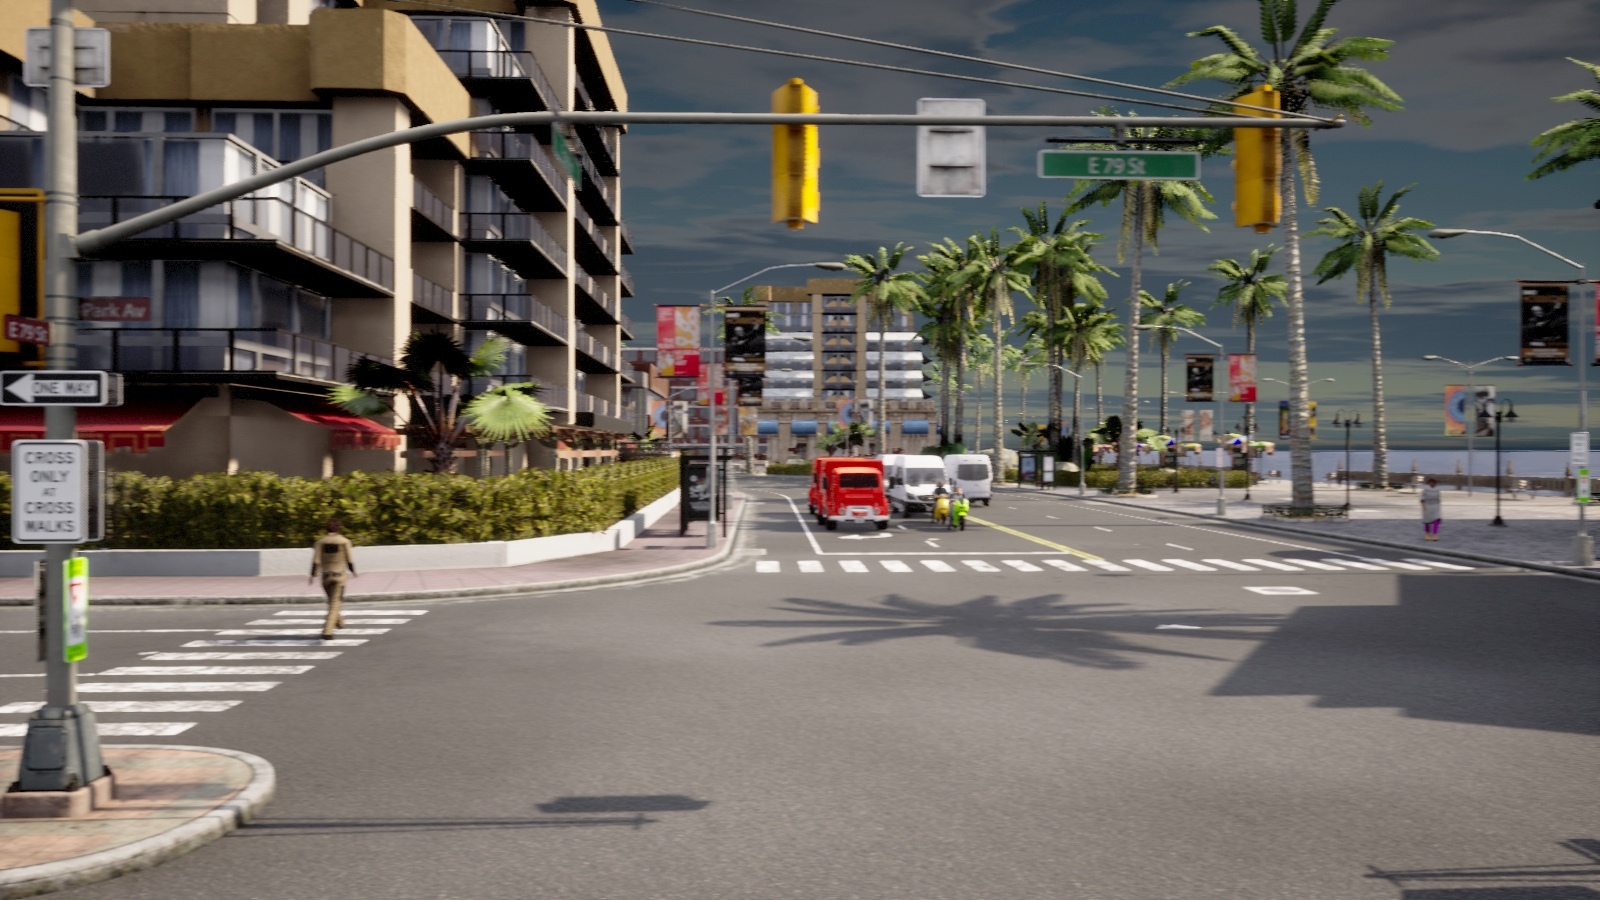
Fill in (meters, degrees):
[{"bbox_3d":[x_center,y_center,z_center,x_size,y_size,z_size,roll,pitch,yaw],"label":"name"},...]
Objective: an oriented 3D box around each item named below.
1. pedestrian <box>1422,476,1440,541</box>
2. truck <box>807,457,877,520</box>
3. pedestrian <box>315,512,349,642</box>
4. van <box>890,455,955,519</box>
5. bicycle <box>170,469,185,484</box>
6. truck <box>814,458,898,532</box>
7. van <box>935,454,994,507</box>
[{"bbox_3d":[18.335,1.690,33.190,0.375,1.860,0.375,0,0,16],"label":"pedestrian"},{"bbox_3d":[1.701,1.560,48.430,2.627,2.467,5.204,0,0,-2],"label":"truck"},{"bbox_3d":[-6.846,1.846,16.715,0.375,1.860,0.375,0,0,-7],"label":"pedestrian"},{"bbox_3d":[5.191,1.526,49.237,1.988,2.561,5.915,0,0,-2],"label":"van"},{"bbox_3d":[-52.059,2.197,95.579,0.329,1.171,1.835,0,0,-4],"label":"bicycle"},{"bbox_3d":[1.941,1.559,41.496,2.627,2.467,5.204,0,0,-2],"label":"truck"},{"bbox_3d":[8.386,1.524,58.737,1.988,2.561,5.915,0,0,-2],"label":"van"}]
